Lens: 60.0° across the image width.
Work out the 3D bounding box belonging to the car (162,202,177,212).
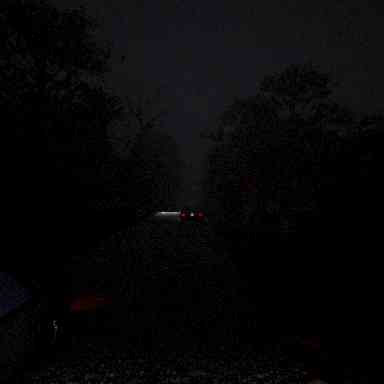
[{"bbox_3d":[-2.949,1.985,45.075,1.994,1.385,4.181,0,-1,0],"label":"car"}]

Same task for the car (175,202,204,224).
[{"bbox_3d":[0.000,1.727,26.397,2.033,1.411,5.357,0,-1,0],"label":"car"}]

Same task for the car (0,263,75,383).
[{"bbox_3d":[-2.866,1.551,3.326,2.033,1.411,5.357,0,0,0],"label":"car"}]
